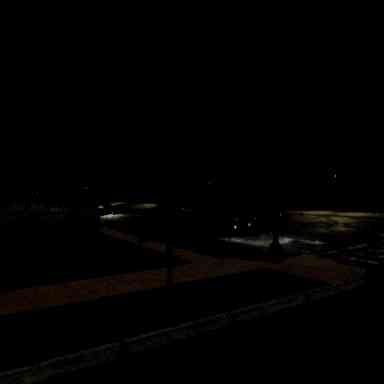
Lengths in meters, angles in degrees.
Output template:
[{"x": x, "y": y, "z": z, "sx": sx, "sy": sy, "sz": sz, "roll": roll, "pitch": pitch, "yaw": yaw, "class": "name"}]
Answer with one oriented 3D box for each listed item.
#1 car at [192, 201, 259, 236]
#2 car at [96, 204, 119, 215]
[{"x": 2.068, "y": 1.670, "z": 22.690, "sx": 2.150, "sy": 2.045, "sz": 5.566, "roll": -3, "pitch": 1, "yaw": -31, "class": "car"}, {"x": -11.667, "y": 2.346, "z": 45.533, "sx": 2.033, "sy": 1.411, "sz": 5.357, "roll": -3, "pitch": 1, "yaw": -31, "class": "car"}]
